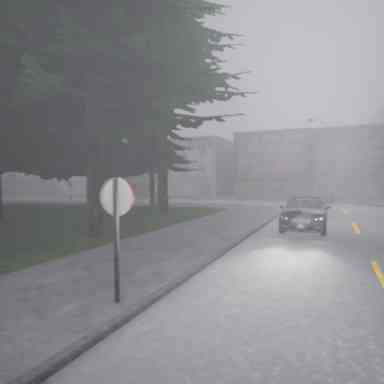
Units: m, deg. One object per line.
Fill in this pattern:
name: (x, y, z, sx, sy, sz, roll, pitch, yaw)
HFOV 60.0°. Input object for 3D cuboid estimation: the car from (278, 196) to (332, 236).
car: (5.039, 0.938, 14.763, 2.128, 1.511, 4.902, 0, 2, 23)
